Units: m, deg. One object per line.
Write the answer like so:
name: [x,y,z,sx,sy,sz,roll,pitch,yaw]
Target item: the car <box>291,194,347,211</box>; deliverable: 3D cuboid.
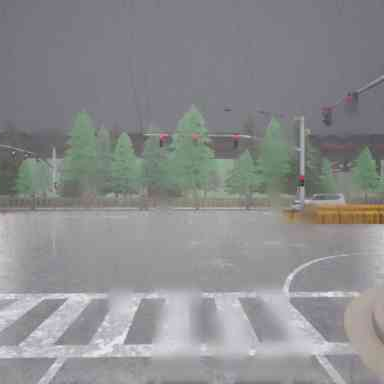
car: [13.535,1.221,35.445,5.566,2.045,2.150,0,0,-2]
